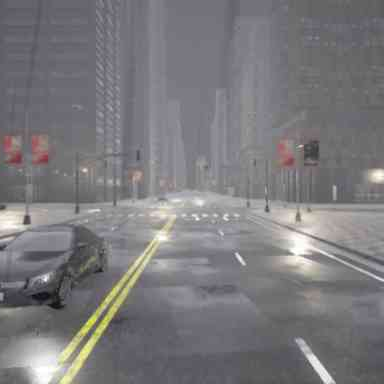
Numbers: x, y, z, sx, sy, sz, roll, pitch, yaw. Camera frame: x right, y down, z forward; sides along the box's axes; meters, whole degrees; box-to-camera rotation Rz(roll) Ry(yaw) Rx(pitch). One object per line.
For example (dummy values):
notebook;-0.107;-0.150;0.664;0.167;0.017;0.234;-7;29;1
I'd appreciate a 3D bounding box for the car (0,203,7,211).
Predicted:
car;-22.774;1.436;36.578;4.507;1.381;1.887;0;0;0

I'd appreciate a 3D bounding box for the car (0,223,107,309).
car;-3.347;1.532;7.995;1.812;1.442;4.674;0;0;0

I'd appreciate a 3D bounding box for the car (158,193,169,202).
car;-6.491;1.526;74.071;1.994;1.385;4.181;0;0;0
